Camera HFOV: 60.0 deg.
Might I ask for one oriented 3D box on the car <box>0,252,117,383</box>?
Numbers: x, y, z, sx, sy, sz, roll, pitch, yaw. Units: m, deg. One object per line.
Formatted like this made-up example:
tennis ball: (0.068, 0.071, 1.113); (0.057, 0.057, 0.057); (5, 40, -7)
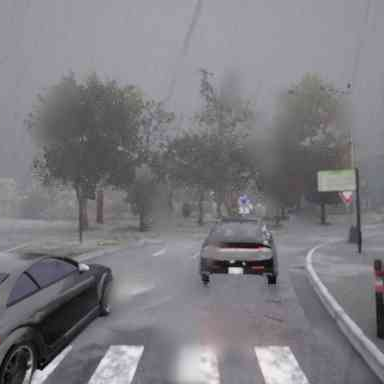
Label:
car: (-2.626, 1.595, 5.022); (1.994, 1.385, 4.181); (-1, 0, 6)

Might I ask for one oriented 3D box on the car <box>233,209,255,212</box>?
car: (10.626, 4.218, 69.330); (4.902, 1.511, 2.128); (-4, -6, 21)

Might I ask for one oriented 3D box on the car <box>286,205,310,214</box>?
car: (21.399, 3.616, 65.399); (5.566, 2.045, 2.150); (-4, -6, 43)

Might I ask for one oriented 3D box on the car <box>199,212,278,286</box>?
car: (1.403, 1.528, 9.544); (2.128, 1.511, 4.902); (-1, -1, 11)
